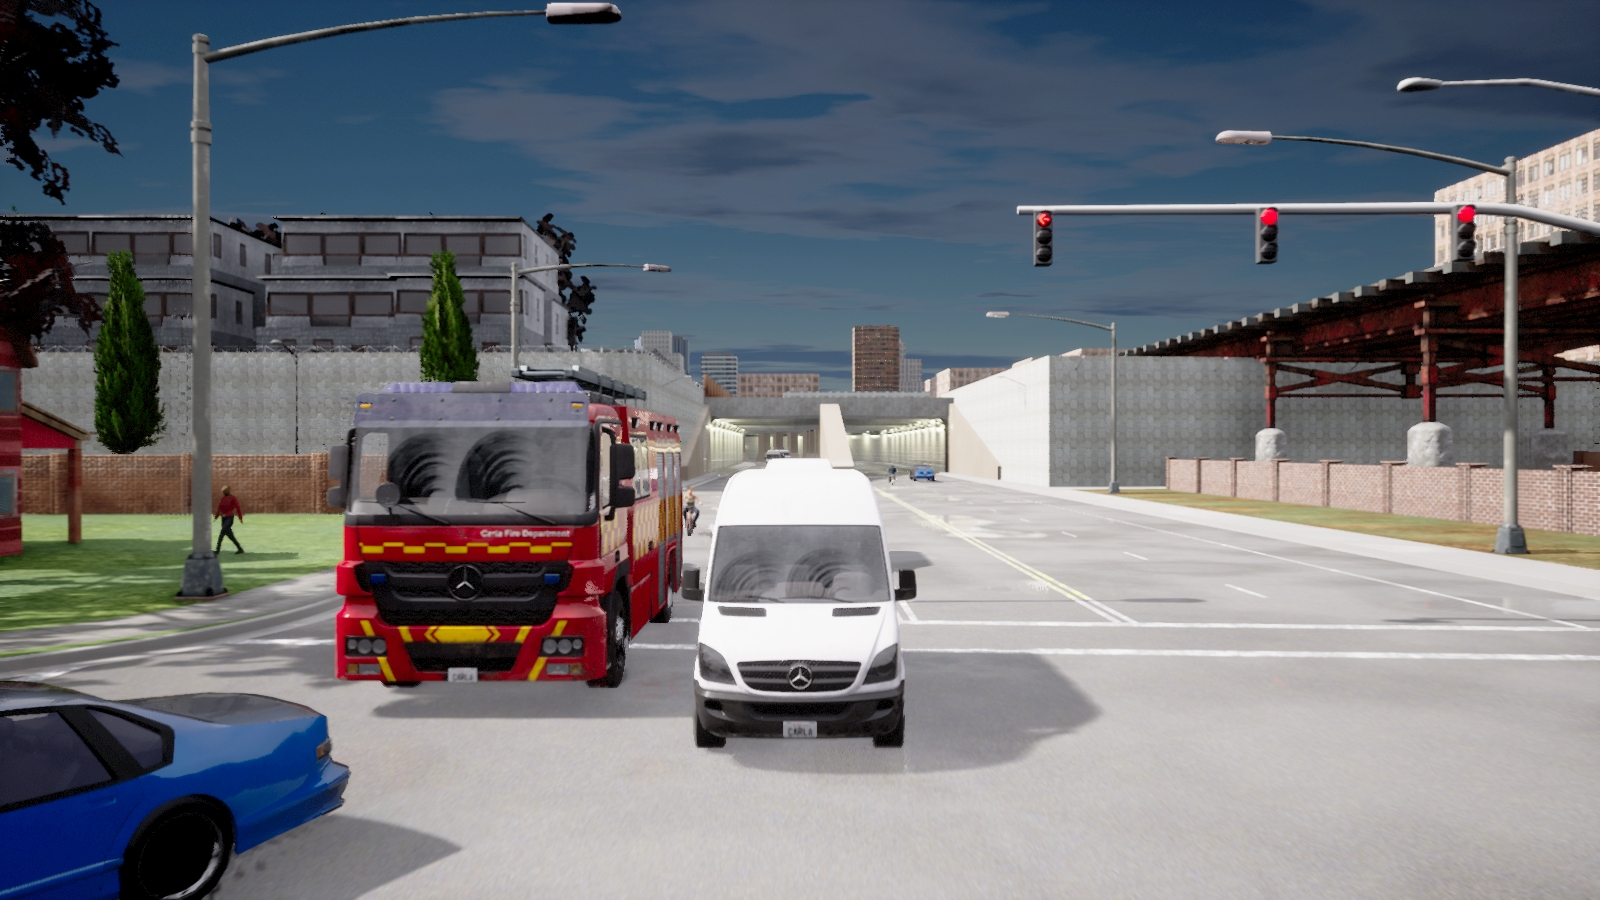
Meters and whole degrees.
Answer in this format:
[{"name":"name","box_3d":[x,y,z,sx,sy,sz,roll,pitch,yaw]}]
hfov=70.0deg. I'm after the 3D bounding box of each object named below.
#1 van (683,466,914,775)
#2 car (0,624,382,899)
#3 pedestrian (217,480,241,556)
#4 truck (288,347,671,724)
[{"name":"van","box_3d":[-0.015,1.511,12.785,1.988,2.561,5.915,0,0,0]},{"name":"car","box_3d":[-5.201,2.087,6.259,2.033,1.411,5.357,0,0,32]},{"name":"pedestrian","box_3d":[-14.082,1.670,28.190,0.375,1.860,0.375,0,0,19]},{"name":"truck","box_3d":[-3.742,0.866,15.853,2.891,3.827,8.468,0,0,0]}]
